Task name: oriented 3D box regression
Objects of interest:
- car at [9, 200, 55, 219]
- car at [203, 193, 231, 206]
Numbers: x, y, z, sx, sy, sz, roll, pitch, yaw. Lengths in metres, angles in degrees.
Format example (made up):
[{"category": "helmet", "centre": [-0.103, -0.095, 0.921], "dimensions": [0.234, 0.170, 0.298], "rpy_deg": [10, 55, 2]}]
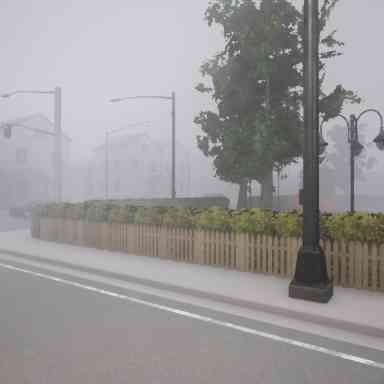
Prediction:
[{"category": "car", "centre": [-13.682, 1.477, 29.811], "dimensions": [1.882, 1.535, 5.008], "rpy_deg": [0, 0, 35]}, {"category": "car", "centre": [3.525, 1.221, 48.179], "dimensions": [2.150, 2.045, 5.566], "rpy_deg": [0, 0, 35]}]
